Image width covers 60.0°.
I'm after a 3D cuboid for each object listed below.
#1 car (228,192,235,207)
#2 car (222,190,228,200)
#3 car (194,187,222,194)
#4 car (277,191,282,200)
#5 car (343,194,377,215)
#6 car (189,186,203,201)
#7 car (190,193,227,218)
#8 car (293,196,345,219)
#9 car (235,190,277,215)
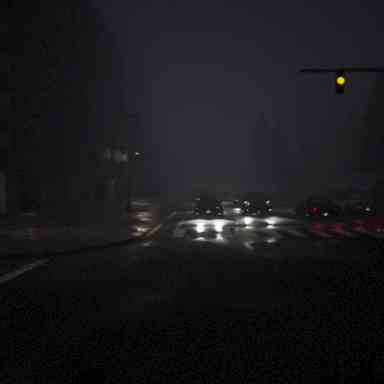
[{"bbox_3d":[5.130,0.752,34.398,1.812,1.442,4.674,-1,1,2],"label":"car"},{"bbox_3d":[4.215,0.501,46.456,1.837,1.490,4.892,-1,1,-12],"label":"car"},{"bbox_3d":[1.538,0.663,31.903,2.097,1.767,4.553,-1,1,3],"label":"car"},{"bbox_3d":[11.172,0.433,47.487,1.812,1.442,4.674,-1,1,-11],"label":"car"},{"bbox_3d":[11.905,0.879,24.606,1.812,1.442,4.674,-1,1,3],"label":"car"},{"bbox_3d":[0.989,0.282,44.759,2.150,2.045,5.566,-1,1,-11],"label":"car"},{"bbox_3d":[1.158,1.046,23.405,1.994,1.385,4.181,-1,1,3],"label":"car"},{"bbox_3d":[8.307,1.028,22.625,1.895,1.301,4.718,-1,1,3],"label":"car"},{"bbox_3d":[4.767,0.759,25.423,2.097,1.767,4.553,-1,1,3],"label":"car"}]
